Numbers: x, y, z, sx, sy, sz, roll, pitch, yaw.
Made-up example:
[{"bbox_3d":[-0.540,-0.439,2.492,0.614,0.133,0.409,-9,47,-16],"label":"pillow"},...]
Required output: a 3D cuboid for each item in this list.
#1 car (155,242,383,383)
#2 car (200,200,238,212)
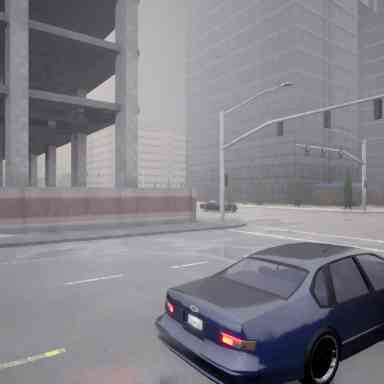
[{"bbox_3d":[2.091,1.547,5.281,5.357,1.411,2.033,0,0,-35],"label":"car"},{"bbox_3d":[2.994,1.601,37.401,1.895,1.301,4.718,0,0,-36],"label":"car"}]
